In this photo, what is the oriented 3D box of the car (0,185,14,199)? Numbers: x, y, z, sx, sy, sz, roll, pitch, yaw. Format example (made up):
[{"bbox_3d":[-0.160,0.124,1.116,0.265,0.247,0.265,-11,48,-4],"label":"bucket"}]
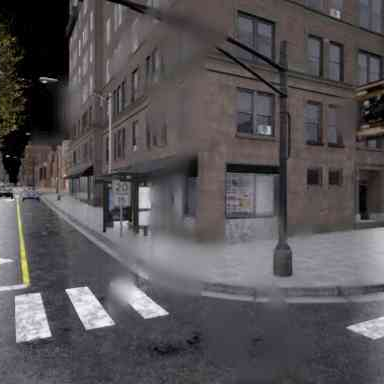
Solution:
[{"bbox_3d":[-24.080,0.122,42.882,1.895,1.301,4.718,0,3,-28],"label":"car"}]

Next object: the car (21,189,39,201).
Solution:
[{"bbox_3d":[-19.705,0.304,40.619,2.033,1.411,5.357,0,3,-28],"label":"car"}]

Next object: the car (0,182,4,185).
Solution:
[{"bbox_3d":[-41.430,-1.186,69.829,2.192,1.841,5.009,2,1,-28],"label":"car"}]
